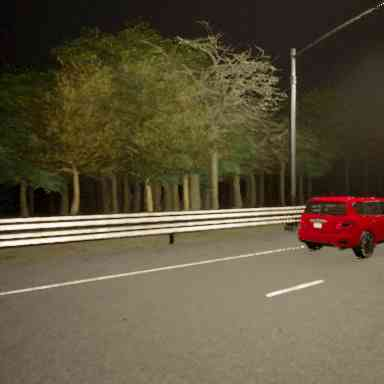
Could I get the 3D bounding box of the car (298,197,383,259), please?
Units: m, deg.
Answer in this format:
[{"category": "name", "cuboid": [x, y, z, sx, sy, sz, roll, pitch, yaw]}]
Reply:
[{"category": "car", "cuboid": [6.424, 1.203, 12.712, 5.566, 2.045, 2.150, 0, 0, -35]}]
